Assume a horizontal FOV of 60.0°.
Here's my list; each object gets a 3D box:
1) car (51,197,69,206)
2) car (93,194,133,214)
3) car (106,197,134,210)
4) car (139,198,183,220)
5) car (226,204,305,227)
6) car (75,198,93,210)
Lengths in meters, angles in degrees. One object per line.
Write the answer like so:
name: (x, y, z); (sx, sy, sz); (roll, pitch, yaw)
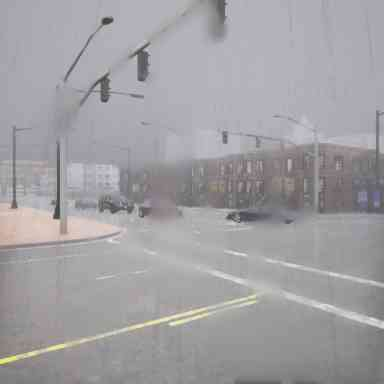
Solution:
car: (-21.914, 1.564, 55.131); (1.994, 1.385, 4.181); (0, 0, -35)
car: (-8.422, 1.221, 36.205); (2.150, 2.045, 5.566); (0, 0, -36)
car: (-9.634, 1.505, 44.233); (1.837, 1.490, 4.892); (0, 0, -36)
car: (-2.709, 1.352, 28.266); (2.097, 1.767, 4.553); (0, 0, -35)
car: (5.019, 1.547, 23.143); (5.357, 1.411, 2.033); (0, 0, 42)
car: (-14.213, 1.526, 44.300); (1.812, 1.442, 4.674); (0, 0, -35)
